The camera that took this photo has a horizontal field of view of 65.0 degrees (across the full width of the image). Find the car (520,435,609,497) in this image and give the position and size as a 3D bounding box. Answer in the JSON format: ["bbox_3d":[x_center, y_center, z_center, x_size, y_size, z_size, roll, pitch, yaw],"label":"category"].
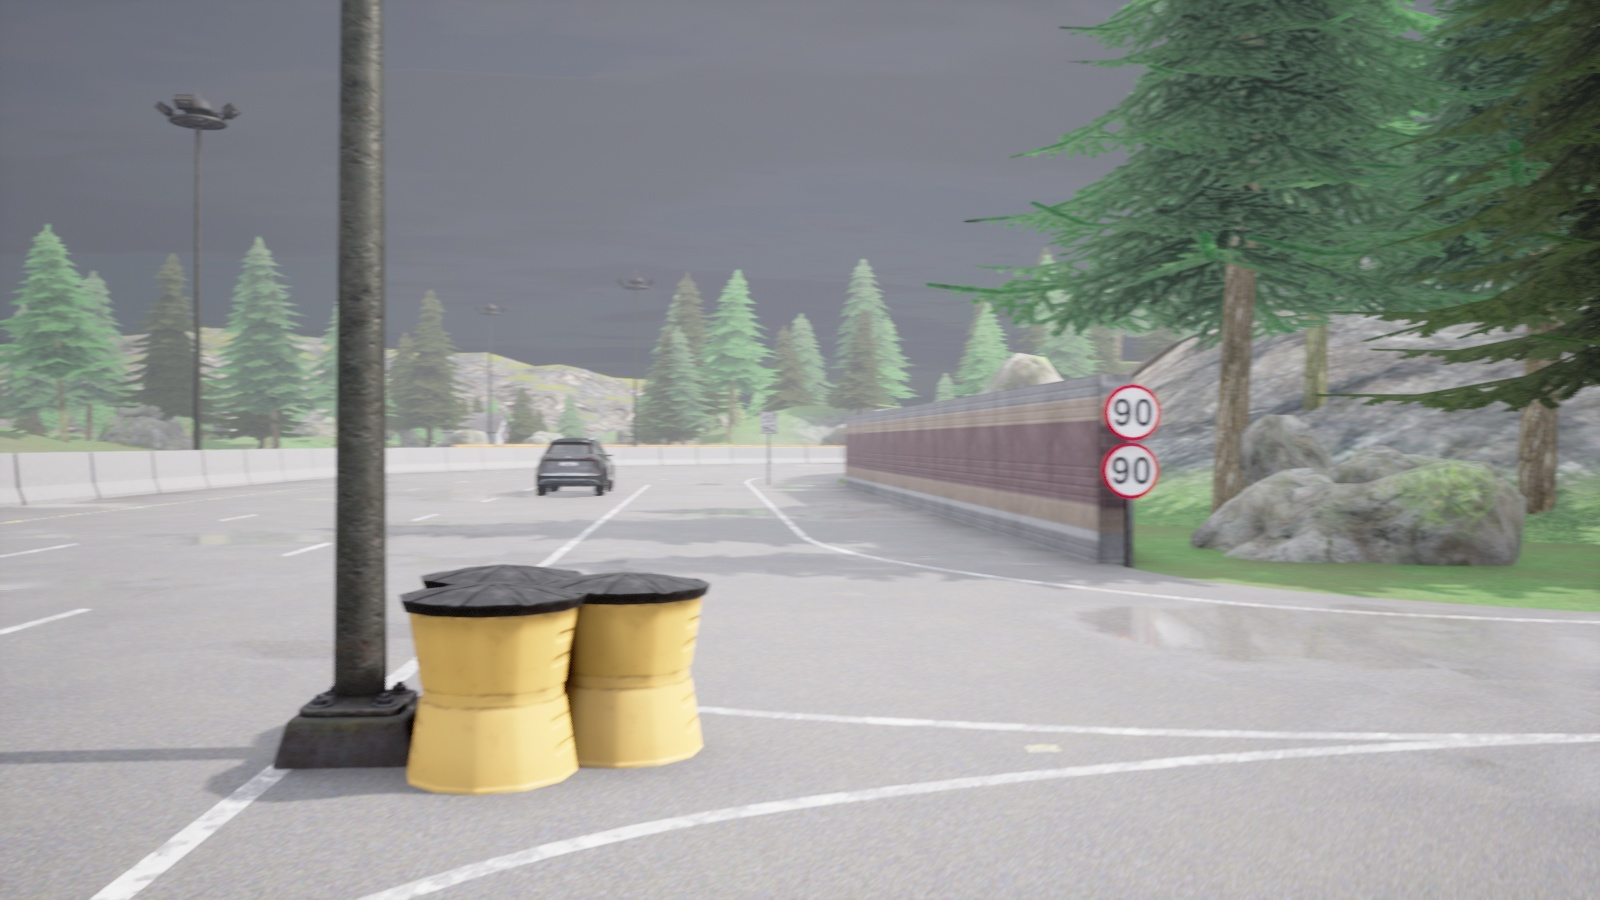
[{"bbox_3d":[-6.734,0.422,36.413,2.033,1.649,4.856,0,0,-5],"label":"car"}]
